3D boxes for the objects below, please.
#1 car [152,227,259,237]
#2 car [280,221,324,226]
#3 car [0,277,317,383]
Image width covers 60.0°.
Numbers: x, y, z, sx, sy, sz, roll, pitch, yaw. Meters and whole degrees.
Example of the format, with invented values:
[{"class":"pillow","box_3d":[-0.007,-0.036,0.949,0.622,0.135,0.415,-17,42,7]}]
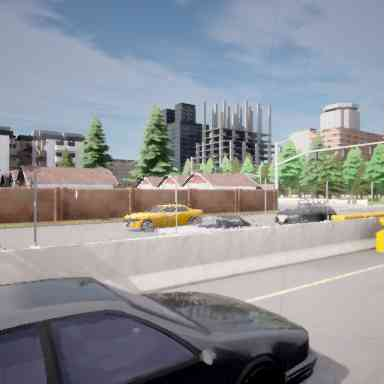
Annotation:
[{"class":"car","box_3d":[0.822,1.601,13.163,4.718,1.301,1.895,0,0,-35]},{"class":"car","box_3d":[7.637,1.491,22.281,4.902,1.511,2.128,0,0,-35]},{"class":"car","box_3d":[-1.234,1.548,2.866,5.357,1.411,2.033,0,0,-35]}]
